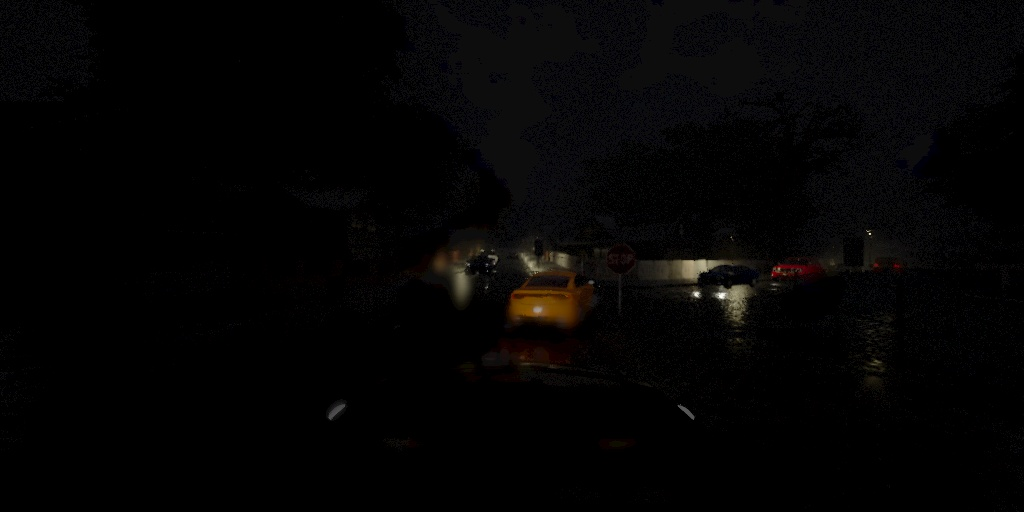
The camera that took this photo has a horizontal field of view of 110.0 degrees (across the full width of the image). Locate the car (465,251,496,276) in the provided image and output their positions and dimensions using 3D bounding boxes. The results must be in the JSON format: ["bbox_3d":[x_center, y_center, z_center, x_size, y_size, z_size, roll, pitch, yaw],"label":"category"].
[{"bbox_3d":[-2.849,0.745,31.744,2.097,1.767,4.553,0,2,0],"label":"car"}]

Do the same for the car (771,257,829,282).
[{"bbox_3d":[23.915,1.113,29.945,5.566,2.045,2.150,0,0,-33],"label":"car"}]

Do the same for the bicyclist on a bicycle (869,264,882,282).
[{"bbox_3d":[21.988,1.318,21.677,0.582,1.620,1.656,0,0,-32],"label":"bicyclist on a bicycle"}]

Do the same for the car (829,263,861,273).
[{"bbox_3d":[34.854,1.474,37.526,4.902,1.511,2.128,1,0,-36],"label":"car"}]

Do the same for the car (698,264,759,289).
[{"bbox_3d":[14.521,1.300,24.052,5.008,1.535,1.882,0,0,-31],"label":"car"}]

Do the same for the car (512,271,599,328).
[{"bbox_3d":[1.549,1.226,11.718,1.882,1.535,5.008,0,1,20],"label":"car"}]

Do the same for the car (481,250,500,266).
[{"bbox_3d":[-2.853,0.298,42.039,2.150,2.045,5.566,0,2,0],"label":"car"}]

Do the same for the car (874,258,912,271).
[{"bbox_3d":[39.528,1.233,37.397,5.566,2.045,2.150,0,0,-37],"label":"car"}]
